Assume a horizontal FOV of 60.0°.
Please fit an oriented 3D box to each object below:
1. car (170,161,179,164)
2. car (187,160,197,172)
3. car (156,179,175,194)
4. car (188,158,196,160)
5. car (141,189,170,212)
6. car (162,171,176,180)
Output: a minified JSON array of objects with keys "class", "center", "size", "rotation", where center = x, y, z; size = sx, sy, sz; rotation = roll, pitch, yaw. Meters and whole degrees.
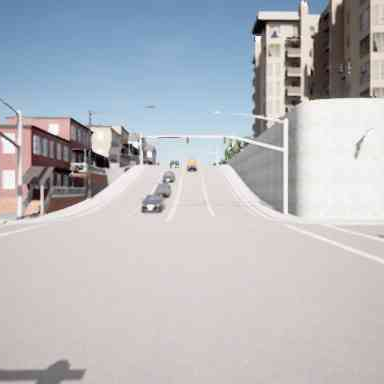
[{"class":"car","center":[-3.487,-5.854,66.641],"size":[1.994,1.385,4.181],"rotation":[0,10,0]},{"class":"car","center":[0.013,-4.670,62.322],"size":[1.895,1.301,4.718],"rotation":[0,12,0]},{"class":"car","center":[-3.573,-0.288,41.476],"size":[2.033,1.411,5.357],"rotation":[0,9,1]},{"class":"car","center":[0.014,-6.660,72.178],"size":[2.097,1.767,4.553],"rotation":[0,6,0]},{"class":"car","center":[-3.583,0.953,31.093],"size":[2.128,1.511,4.902],"rotation":[0,5,0]},{"class":"car","center":[-3.553,-2.399,51.566],"size":[2.128,1.511,4.902],"rotation":[0,13,1]}]
